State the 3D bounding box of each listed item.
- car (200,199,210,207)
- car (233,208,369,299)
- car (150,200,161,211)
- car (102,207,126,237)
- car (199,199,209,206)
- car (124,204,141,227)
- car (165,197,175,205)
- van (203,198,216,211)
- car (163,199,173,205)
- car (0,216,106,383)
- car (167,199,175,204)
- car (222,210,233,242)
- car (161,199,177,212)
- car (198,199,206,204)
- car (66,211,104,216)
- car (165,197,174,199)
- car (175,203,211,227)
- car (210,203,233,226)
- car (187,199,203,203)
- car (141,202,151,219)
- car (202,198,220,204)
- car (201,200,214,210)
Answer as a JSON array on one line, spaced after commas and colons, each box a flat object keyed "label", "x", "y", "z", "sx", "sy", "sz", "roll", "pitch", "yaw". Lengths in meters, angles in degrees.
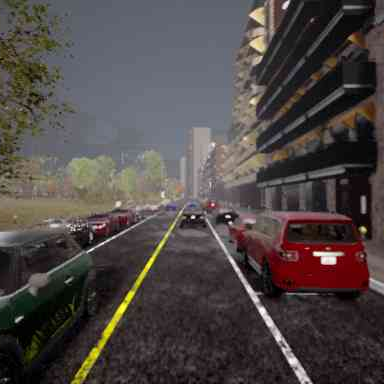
[{"label": "car", "x": 2.500, "y": 2.161, "z": 65.245, "sx": 1.887, "sy": 1.381, "sz": 4.507, "roll": 1, "pitch": -1, "yaw": 0}, {"label": "car", "x": 2.566, "y": 1.396, "z": 8.640, "sx": 2.192, "sy": 1.841, "sz": 5.009, "roll": 1, "pitch": -1, "yaw": 0}, {"label": "car", "x": -5.359, "y": 1.885, "z": 47.540, "sx": 1.967, "sy": 1.590, "sz": 4.097, "roll": 1, "pitch": -1, "yaw": 0}, {"label": "car", "x": -5.329, "y": 1.761, "z": 19.271, "sx": 1.802, "sy": 1.307, "sz": 4.206, "roll": 1, "pitch": -1, "yaw": 0}, {"label": "car", "x": 2.493, "y": 2.238, "z": 70.905, "sx": 1.947, "sy": 1.339, "sz": 4.313, "roll": 1, "pitch": -1, "yaw": 0}, {"label": "car", "x": -5.335, "y": 1.777, "z": 24.925, "sx": 1.887, "sy": 1.381, "sz": 4.507, "roll": 1, "pitch": -1, "yaw": 0}, {"label": "car", "x": -5.397, "y": 2.092, "z": 81.464, "sx": 2.192, "sy": 1.841, "sz": 5.009, "roll": 1, "pitch": -1, "yaw": 0}, {"label": "van", "x": 2.521, "y": 1.793, "z": 48.265, "sx": 1.690, "sy": 1.788, "sz": 3.998, "roll": 1, "pitch": -1, "yaw": 0}, {"label": "car", "x": -5.393, "y": 2.271, "z": 75.808, "sx": 2.008, "sy": 1.369, "sz": 4.403, "roll": 1, "pitch": -1, "yaw": 0}, {"label": "car", "x": -2.855, "y": 1.394, "z": 4.505, "sx": 2.097, "sy": 1.767, "sz": 4.553, "roll": 0, "pitch": -1, "yaw": 0}, {"label": "car", "x": -5.406, "y": 2.416, "z": 87.115, "sx": 1.802, "sy": 1.307, "sz": 4.206, "roll": 1, "pitch": -1, "yaw": 0}, {"label": "car", "x": 2.557, "y": 1.678, "z": 14.299, "sx": 1.887, "sy": 1.381, "sz": 4.507, "roll": 1, "pitch": -1, "yaw": 0}, {"label": "car", "x": -2.887, "y": 2.038, "z": 46.725, "sx": 1.895, "sy": 1.301, "sz": 4.718, "roll": 0, "pitch": -1, "yaw": 0}, {"label": "car", "x": 2.480, "y": 2.350, "z": 82.226, "sx": 1.947, "sy": 1.339, "sz": 4.313, "roll": 1, "pitch": -1, "yaw": 0}, {"label": "car", "x": -5.322, "y": 1.677, "z": 13.617, "sx": 2.008, "sy": 1.369, "sz": 4.403, "roll": 1, "pitch": -1, "yaw": 0}, {"label": "car", "x": -5.386, "y": 2.188, "z": 69.984, "sx": 1.752, "sy": 1.417, "sz": 4.829, "roll": 1, "pitch": -1, "yaw": 0}, {"label": "car", "x": 0.073, "y": 1.777, "z": 24.676, "sx": 2.033, "sy": 1.411, "sz": 5.357, "roll": 0, "pitch": 0, "yaw": 0}, {"label": "car", "x": 2.544, "y": 1.804, "z": 25.620, "sx": 1.947, "sy": 1.339, "sz": 4.313, "roll": 1, "pitch": -1, "yaw": 0}, {"label": "car", "x": 0.053, "y": 1.916, "z": 41.783, "sx": 1.812, "sy": 1.442, "sz": 4.674, "roll": 0, "pitch": -1, "yaw": 0}, {"label": "car", "x": -5.341, "y": 1.836, "z": 30.579, "sx": 2.008, "sy": 1.369, "sz": 4.403, "roll": 1, "pitch": -1, "yaw": 0}, {"label": "car", "x": 2.528, "y": 1.713, "z": 42.604, "sx": 2.192, "sy": 1.841, "sz": 5.009, "roll": 1, "pitch": -1, "yaw": 0}, {"label": "car", "x": 2.512, "y": 2.072, "z": 53.923, "sx": 1.947, "sy": 1.339, "sz": 4.313, "roll": 1, "pitch": -1, "yaw": 0}]
